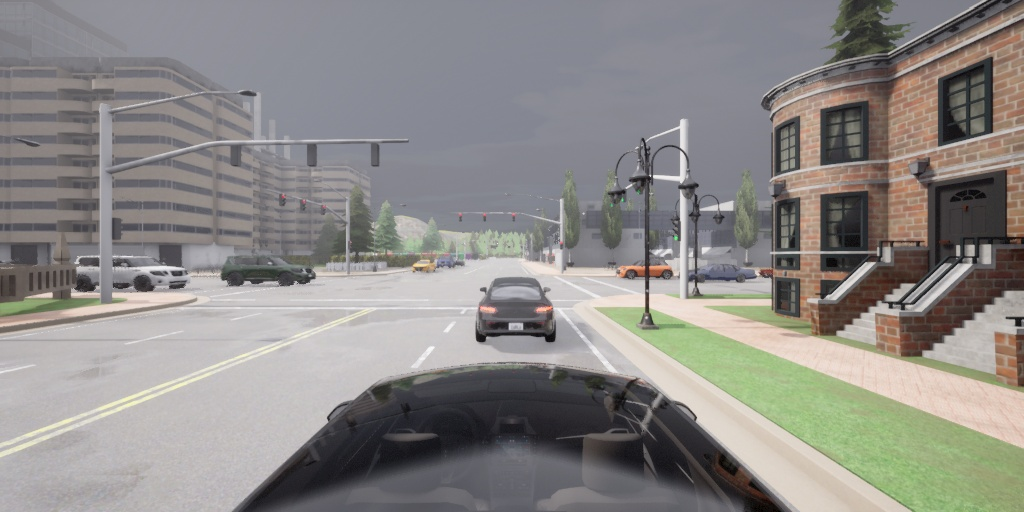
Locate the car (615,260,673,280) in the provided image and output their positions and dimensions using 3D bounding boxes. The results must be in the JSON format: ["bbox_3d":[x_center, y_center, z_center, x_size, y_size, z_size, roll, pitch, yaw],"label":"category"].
[{"bbox_3d":[11.326,1.102,30.897,4.553,1.767,2.097,0,0,-1],"label":"car"}]

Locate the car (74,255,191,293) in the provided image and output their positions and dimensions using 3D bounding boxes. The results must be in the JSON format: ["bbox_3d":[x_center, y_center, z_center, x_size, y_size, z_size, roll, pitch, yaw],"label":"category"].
[{"bbox_3d":[-21.865,0.970,20.577,5.566,2.045,2.150,0,0,0],"label":"car"}]

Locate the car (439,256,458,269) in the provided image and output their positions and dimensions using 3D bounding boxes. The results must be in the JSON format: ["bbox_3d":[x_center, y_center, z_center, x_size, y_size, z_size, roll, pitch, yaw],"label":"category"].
[{"bbox_3d":[-10.564,0.973,57.284,2.150,2.045,5.566,0,0,0],"label":"car"}]

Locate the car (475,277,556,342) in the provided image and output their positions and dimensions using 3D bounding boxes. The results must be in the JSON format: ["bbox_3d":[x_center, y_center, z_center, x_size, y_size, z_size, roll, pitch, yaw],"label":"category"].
[{"bbox_3d":[0.088,1.276,9.617,1.812,1.442,4.674,0,0,0],"label":"car"}]

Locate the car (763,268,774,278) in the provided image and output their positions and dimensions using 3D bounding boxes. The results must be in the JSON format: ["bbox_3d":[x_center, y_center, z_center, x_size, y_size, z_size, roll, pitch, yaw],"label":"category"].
[{"bbox_3d":[24.163,1.351,31.205,4.718,1.301,1.895,0,0,-6],"label":"car"}]

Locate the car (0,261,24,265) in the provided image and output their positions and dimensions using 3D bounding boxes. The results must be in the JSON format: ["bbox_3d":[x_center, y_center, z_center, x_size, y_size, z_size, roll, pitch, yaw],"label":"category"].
[{"bbox_3d":[-34.192,1.102,24.093,4.553,1.767,2.097,0,0,0],"label":"car"}]

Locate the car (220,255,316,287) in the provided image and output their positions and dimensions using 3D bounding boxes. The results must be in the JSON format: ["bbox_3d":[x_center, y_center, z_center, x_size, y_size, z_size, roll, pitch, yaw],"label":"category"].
[{"bbox_3d":[-16.295,0.972,24.063,5.566,2.045,2.150,0,0,0],"label":"car"}]

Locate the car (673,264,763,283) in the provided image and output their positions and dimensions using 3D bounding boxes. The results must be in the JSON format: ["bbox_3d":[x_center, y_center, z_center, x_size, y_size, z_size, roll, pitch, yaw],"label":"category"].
[{"bbox_3d":[15.629,1.297,27.404,5.357,1.411,2.033,0,0,-1],"label":"car"}]

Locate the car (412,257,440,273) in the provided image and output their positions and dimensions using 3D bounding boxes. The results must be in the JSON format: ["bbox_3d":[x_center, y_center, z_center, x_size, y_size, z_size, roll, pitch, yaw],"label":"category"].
[{"bbox_3d":[-10.637,1.227,43.639,1.882,1.535,5.008,0,0,2],"label":"car"}]
